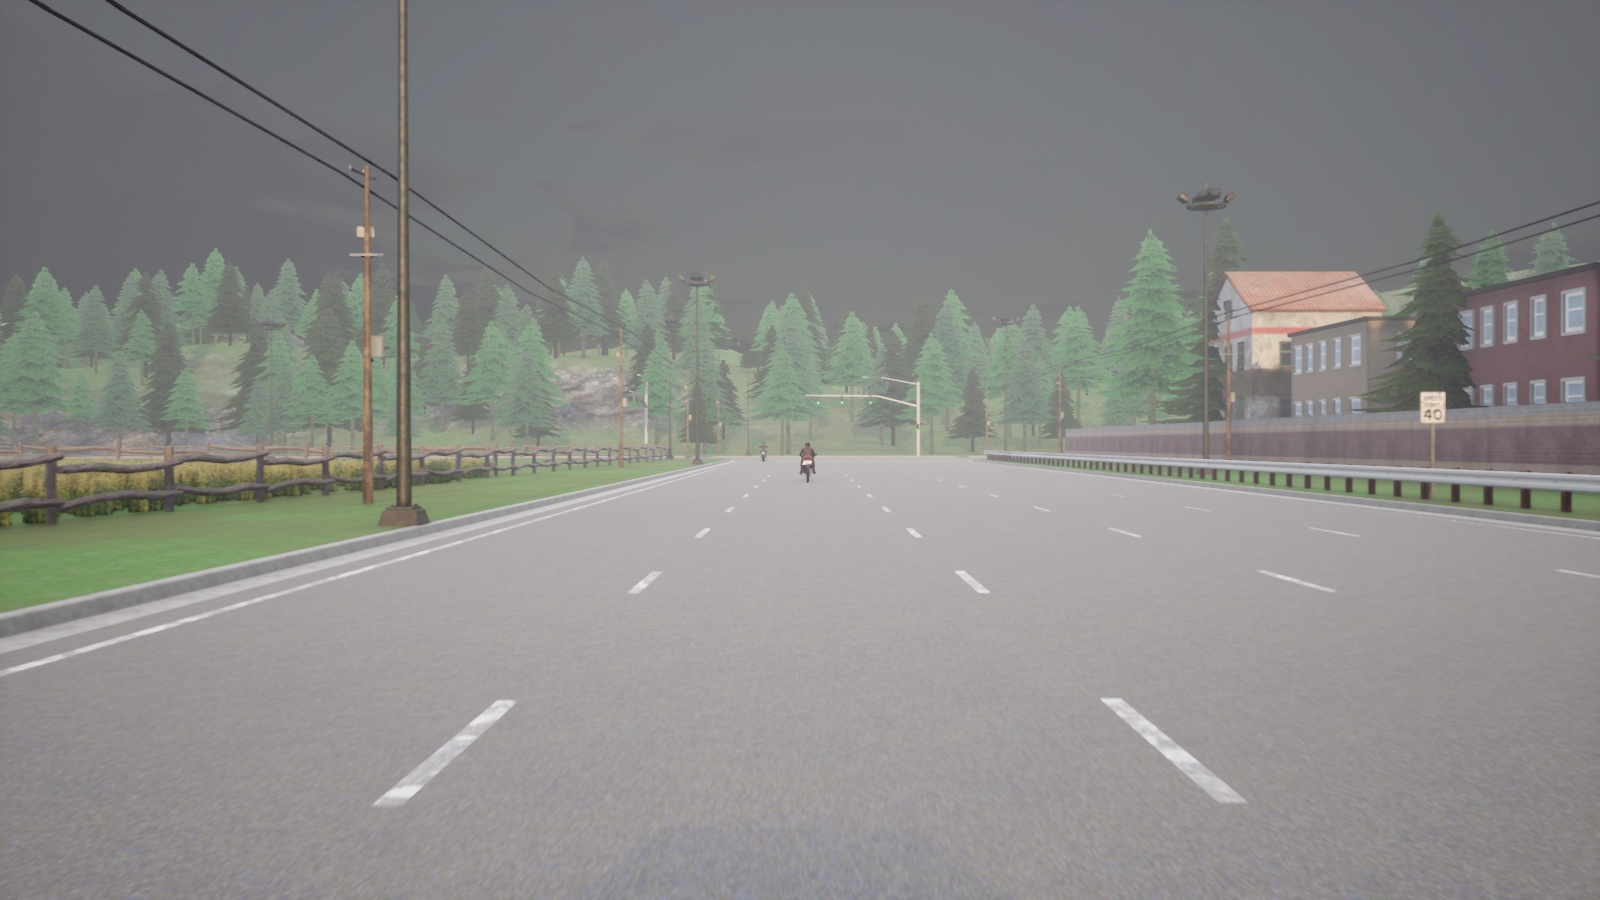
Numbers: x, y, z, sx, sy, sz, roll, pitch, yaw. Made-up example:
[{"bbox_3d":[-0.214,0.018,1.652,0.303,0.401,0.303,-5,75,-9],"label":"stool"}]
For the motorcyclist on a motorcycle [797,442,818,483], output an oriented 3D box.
[{"bbox_3d":[0.287,0.460,47.599,0.797,1.523,2.044,0,0,0],"label":"motorcyclist on a motorcycle"}]
